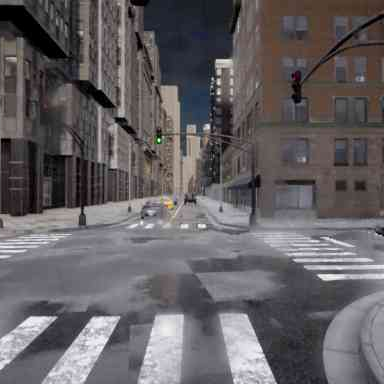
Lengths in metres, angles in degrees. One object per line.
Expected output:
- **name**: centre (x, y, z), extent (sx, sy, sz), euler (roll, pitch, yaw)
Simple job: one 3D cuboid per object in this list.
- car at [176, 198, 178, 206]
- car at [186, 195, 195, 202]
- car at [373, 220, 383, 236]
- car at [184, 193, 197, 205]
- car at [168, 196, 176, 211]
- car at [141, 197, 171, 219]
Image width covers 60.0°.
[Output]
- **car**: centre (-3.353, 1.434, 54.638), extent (1.882, 1.535, 5.008), euler (0, 1, 0)
- **car**: centre (-0.362, 1.284, 69.849), extent (1.812, 1.442, 4.674), euler (0, 0, 0)
- **car**: centre (10.854, 1.527, 14.929), extent (4.718, 1.301, 1.895), euler (0, -1, -2)
- **car**: centre (-0.308, 1.170, 59.454), extent (2.150, 2.045, 5.566), euler (0, 0, 0)
- **car**: centre (-3.303, 1.454, 41.028), extent (1.882, 1.535, 5.008), euler (0, 0, 0)
- **car**: centre (-3.238, 1.481, 28.585), extent (2.128, 1.511, 4.902), euler (0, 0, -1)
